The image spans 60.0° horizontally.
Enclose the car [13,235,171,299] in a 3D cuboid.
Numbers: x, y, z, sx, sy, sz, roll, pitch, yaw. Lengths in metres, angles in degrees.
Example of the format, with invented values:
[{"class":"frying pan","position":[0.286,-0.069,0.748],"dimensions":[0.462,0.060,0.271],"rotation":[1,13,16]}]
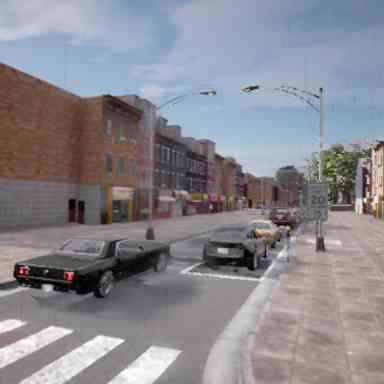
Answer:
[{"class":"car","position":[-2.307,1.840,9.232],"dimensions":[1.895,1.301,4.718],"rotation":[0,-2,21]}]

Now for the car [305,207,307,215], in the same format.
[{"class":"car","position":[15.668,3.029,49.169],"dimensions":[1.967,1.590,4.097],"rotation":[0,-2,21]}]

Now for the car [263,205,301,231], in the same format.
[{"class":"car","position":[7.692,2.203,28.158],"dimensions":[2.192,1.841,5.009],"rotation":[0,-2,21]}]

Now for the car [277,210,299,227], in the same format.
[{"class":"car","position":[9.745,2.590,33.563],"dimensions":[1.752,1.417,4.829],"rotation":[0,-2,21]}]

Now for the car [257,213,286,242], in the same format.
[{"class":"car","position":[3.762,2.079,17.801],"dimensions":[1.752,1.417,4.829],"rotation":[0,-2,21]}]

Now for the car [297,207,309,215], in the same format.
[{"class":"car","position":[21.649,3.690,64.926],"dimensions":[2.008,1.369,4.403],"rotation":[0,-2,21]}]

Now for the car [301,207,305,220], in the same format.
[{"class":"car","position":[11.680,2.674,38.662],"dimensions":[1.967,1.590,4.097],"rotation":[0,-2,21]}]

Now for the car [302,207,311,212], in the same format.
[{"class":"car","position":[29.624,4.476,85.937],"dimensions":[1.947,1.339,4.313],"rotation":[-1,-2,21]}]

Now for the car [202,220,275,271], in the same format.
[{"class":"car","position":[1.707,1.947,12.387],"dimensions":[1.947,1.339,4.313],"rotation":[0,-2,21]}]

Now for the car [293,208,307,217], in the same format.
[{"class":"car","position":[17.661,3.322,54.418],"dimensions":[2.008,1.369,4.403],"rotation":[0,-2,21]}]
